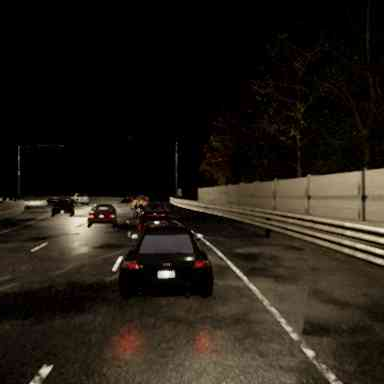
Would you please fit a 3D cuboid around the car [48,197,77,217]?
[{"bbox_3d":[-12.275,1.514,31.869,1.837,1.490,4.892,0,0,-18],"label":"car"}]

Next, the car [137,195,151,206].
[{"bbox_3d":[-8.180,1.358,56.702,2.097,1.767,4.553,0,0,-4],"label":"car"}]

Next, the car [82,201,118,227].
[{"bbox_3d":[-6.128,1.552,22.887,2.033,1.411,5.357,0,0,-13],"label":"car"}]

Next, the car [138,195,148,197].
[{"bbox_3d":[-6.788,1.357,43.599,2.097,1.767,4.553,0,0,-9],"label":"car"}]

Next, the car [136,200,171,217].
[{"bbox_3d":[-2.491,1.508,21.598,1.837,1.490,4.892,0,0,-11],"label":"car"}]

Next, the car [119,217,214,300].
[{"bbox_3d":[-0.623,1.564,8.451,1.994,1.385,4.181,0,0,-4],"label":"car"}]

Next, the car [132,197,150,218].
[{"bbox_3d":[-4.415,1.495,30.818,2.128,1.511,4.902,0,0,-12],"label":"car"}]

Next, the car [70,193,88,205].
[{"bbox_3d":[-18.578,1.235,54.544,2.150,2.045,5.566,0,0,-29],"label":"car"}]

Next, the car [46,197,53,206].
[{"bbox_3d":[-22.689,1.509,54.560,2.128,1.511,4.902,0,0,-31],"label":"car"}]
